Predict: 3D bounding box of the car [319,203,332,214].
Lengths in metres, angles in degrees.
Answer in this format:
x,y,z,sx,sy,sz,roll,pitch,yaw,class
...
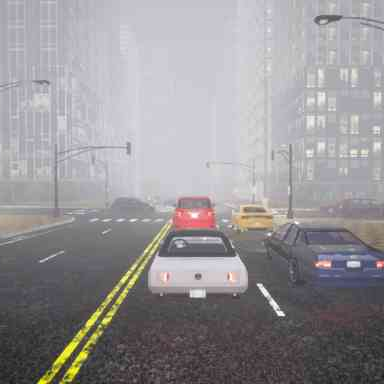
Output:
x,y,z,sx,sy,sz,roll,pitch,yaw,class
16.557,1.590,36.596,5.008,1.535,1.882,1,1,1,car

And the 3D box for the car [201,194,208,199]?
x,y,z,sx,sy,sz,roll,pitch,yaw,class
3.343,1.265,92.036,1.812,1.442,4.674,0,0,0,car

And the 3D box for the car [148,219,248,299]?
x,y,z,sx,sy,sz,roll,pitch,yaw,class
0.110,1.597,8.384,1.895,1.301,4.718,0,0,0,car

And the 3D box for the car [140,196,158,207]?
x,y,z,sx,sy,sz,roll,pitch,yaw,class
-6.543,1.457,50.799,2.128,1.511,4.902,0,0,0,car

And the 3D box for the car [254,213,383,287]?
x,y,z,sx,sy,sz,roll,pitch,yaw,class
3.365,1.543,9.411,2.033,1.411,5.357,0,0,0,car

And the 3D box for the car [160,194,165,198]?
x,y,z,sx,sy,sz,roll,pitch,yaw,class
-6.492,1.432,60.473,1.882,1.535,5.008,0,0,-1,car

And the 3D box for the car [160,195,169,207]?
x,y,z,sx,sy,sz,roll,pitch,yaw,class
-3.287,1.528,51.233,1.994,1.385,4.181,0,0,0,car

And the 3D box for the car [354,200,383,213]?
x,y,z,sx,sy,sz,roll,pitch,yaw,class
21.850,1.642,39.097,4.829,1.417,1.752,1,0,1,car

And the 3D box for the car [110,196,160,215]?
x,y,z,sx,sy,sz,roll,pitch,yaw,class
-5.900,1.316,33.763,4.553,1.767,2.097,1,1,1,car

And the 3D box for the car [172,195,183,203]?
x,y,z,sx,sy,sz,roll,pitch,yaw,class
-3.178,1.465,71.581,2.128,1.511,4.902,0,0,0,car

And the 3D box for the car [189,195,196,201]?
x,y,z,sx,sy,sz,roll,pitch,yaw,class
0.084,1.442,82.038,1.812,1.442,4.674,0,0,0,car

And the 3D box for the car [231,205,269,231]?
x,y,z,sx,sy,sz,roll,pitch,yaw,class
3.373,1.468,19.230,1.882,1.535,5.008,0,0,1,car

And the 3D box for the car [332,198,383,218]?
x,y,z,sx,sy,sz,roll,pitch,yaw,class
16.233,1.518,30.816,5.009,1.841,2.192,1,0,1,car

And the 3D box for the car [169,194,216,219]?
x,y,z,sx,sy,sz,roll,pitch,yaw,class
0.119,1.212,18.143,2.150,2.045,5.566,0,0,0,car

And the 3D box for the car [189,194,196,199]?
x,y,z,sx,sy,sz,roll,pitch,yaw,class
0.093,1.266,92.040,1.812,1.442,4.674,0,0,0,car

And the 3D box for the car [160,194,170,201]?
x,y,z,sx,sy,sz,roll,pitch,yaw,class
-6.419,1.282,80.673,2.097,1.767,4.553,0,0,0,car

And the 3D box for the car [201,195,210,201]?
x,y,z,sx,sy,sz,roll,pitch,yaw,class
3.334,1.457,81.619,2.033,1.411,5.357,0,0,0,car
